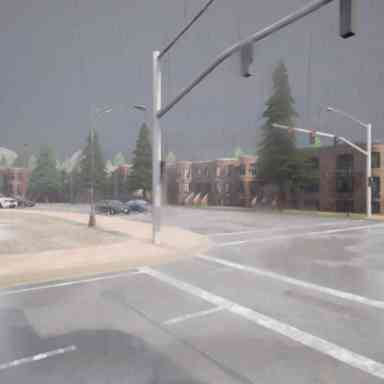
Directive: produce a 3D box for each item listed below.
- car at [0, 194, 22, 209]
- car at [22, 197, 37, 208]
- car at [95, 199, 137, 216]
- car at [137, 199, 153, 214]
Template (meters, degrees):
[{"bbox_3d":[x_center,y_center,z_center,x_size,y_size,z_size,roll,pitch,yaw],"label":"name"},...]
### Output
[{"bbox_3d":[-26.352,1.205,44.811,5.566,2.045,2.150,0,0,17],"label":"car"},{"bbox_3d":[-24.789,1.503,47.950,4.892,1.490,1.837,0,0,18],"label":"car"},{"bbox_3d":[-7.709,1.495,32.438,1.837,1.490,4.892,1,0,-42],"label":"car"},{"bbox_3d":[-5.650,1.514,35.362,1.812,1.442,4.674,0,0,-43],"label":"car"}]
